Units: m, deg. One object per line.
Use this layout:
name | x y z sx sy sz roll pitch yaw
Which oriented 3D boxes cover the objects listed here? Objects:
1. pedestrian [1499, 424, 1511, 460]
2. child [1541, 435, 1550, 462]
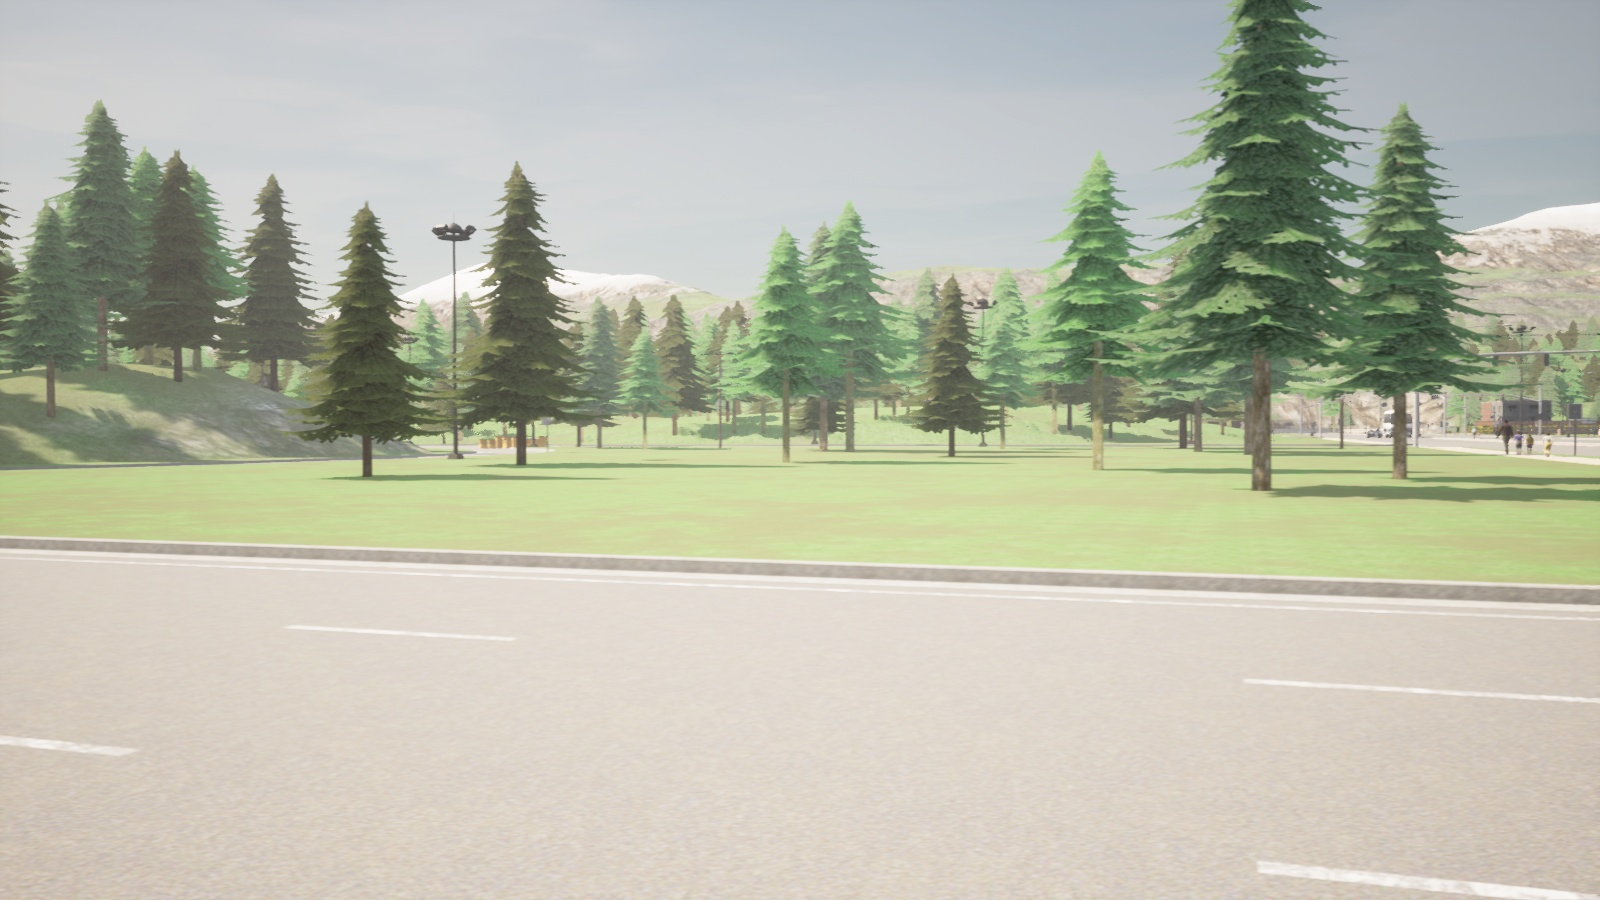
pedestrian | 36.430 -0.437 64.894 0.431 1.840 0.703 1 1 19
child | 34.807 -0.062 58.630 0.270 1.263 0.437 1 1 20
